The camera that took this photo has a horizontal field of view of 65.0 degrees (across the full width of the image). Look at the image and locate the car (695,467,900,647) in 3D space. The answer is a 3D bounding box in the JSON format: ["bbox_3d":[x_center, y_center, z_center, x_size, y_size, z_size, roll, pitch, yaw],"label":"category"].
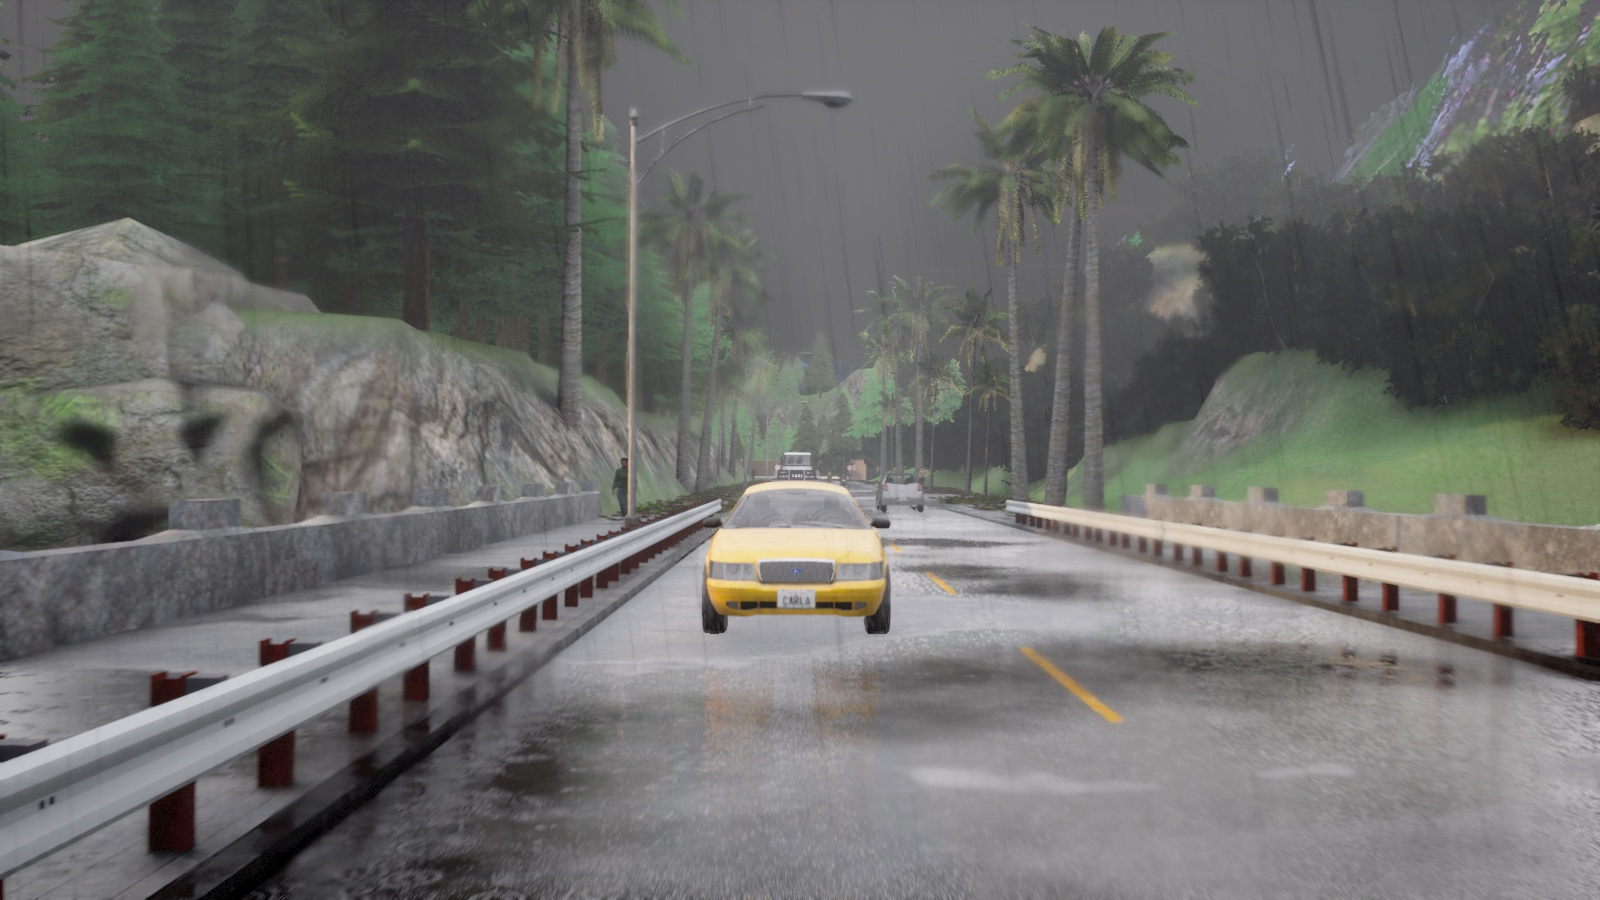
[{"bbox_3d":[-0.029,0.982,13.754,1.801,1.575,5.366,0,-1,0],"label":"car"}]

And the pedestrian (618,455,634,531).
[{"bbox_3d":[-4.298,1.062,31.055,0.353,1.847,0.614,0,-1,-3],"label":"pedestrian"}]

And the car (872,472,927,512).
[{"bbox_3d":[3.894,1.643,49.607,1.845,1.501,3.633,0,-1,0],"label":"car"}]
